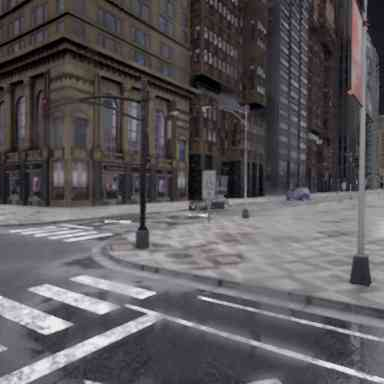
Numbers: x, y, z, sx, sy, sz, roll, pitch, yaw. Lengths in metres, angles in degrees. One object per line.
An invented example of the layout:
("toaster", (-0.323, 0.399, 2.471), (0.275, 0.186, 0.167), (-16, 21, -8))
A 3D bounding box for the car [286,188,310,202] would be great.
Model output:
("car", (15.939, 0.370, 49.820), (2.150, 2.045, 5.566), (1, 1, 36))

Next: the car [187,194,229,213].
("car", (1.520, 0.976, 29.753), (1.837, 1.490, 4.892), (1, 1, 35))
